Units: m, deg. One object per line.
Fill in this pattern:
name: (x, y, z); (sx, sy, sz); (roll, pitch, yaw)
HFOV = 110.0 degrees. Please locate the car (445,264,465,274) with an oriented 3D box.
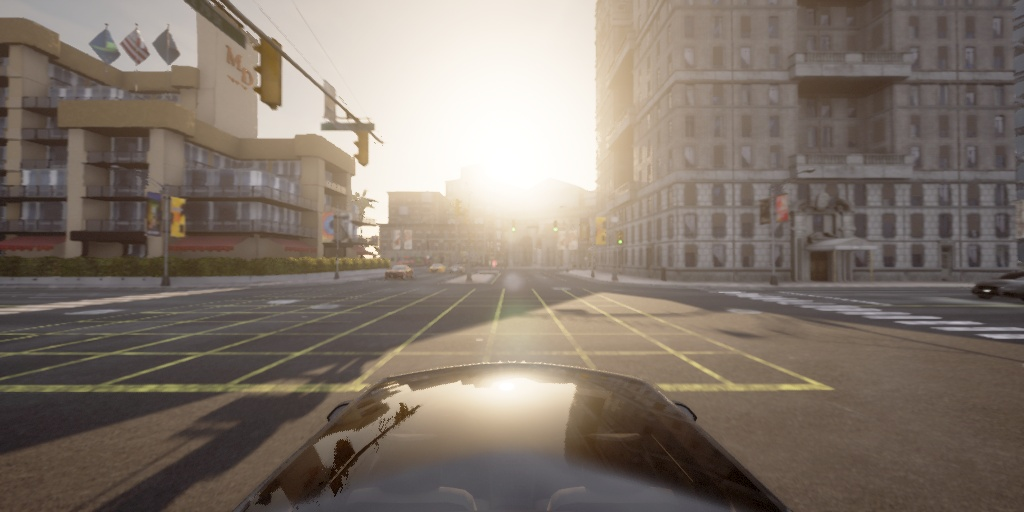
car: (-8.042, 1.910, 52.967); (2.128, 1.511, 4.902); (0, -1, 1)

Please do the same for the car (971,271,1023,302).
car: (25.808, 1.465, 17.676); (4.892, 1.490, 1.837); (0, -1, 0)

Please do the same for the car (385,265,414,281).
car: (-11.604, 1.689, 37.213); (1.882, 1.535, 5.008); (0, -1, 0)

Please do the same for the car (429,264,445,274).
car: (-11.515, 1.939, 55.607); (1.882, 1.535, 5.008); (0, -1, 0)
